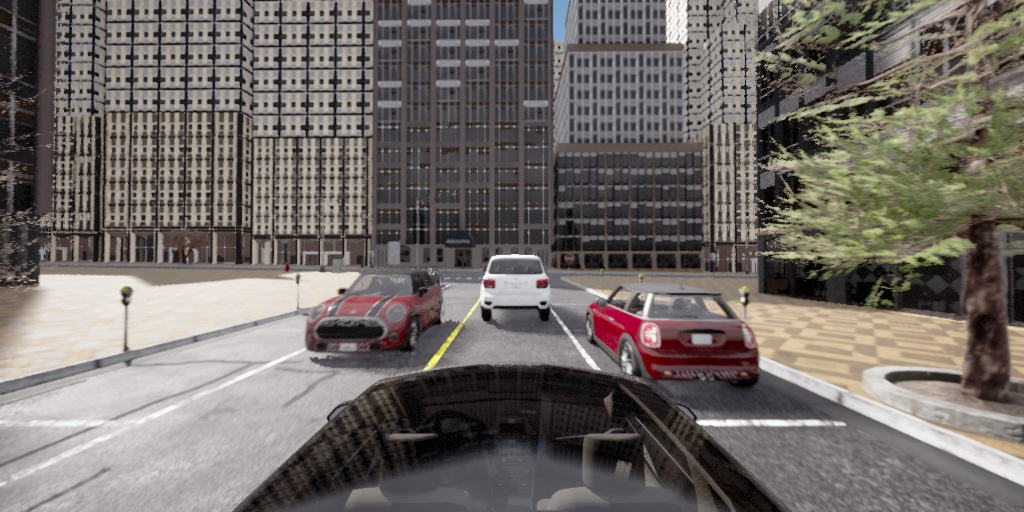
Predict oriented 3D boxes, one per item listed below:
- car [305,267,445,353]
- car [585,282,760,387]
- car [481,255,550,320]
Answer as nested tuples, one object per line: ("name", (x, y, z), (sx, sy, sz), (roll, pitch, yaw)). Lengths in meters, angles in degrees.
("car", (-3.091, 1.138, 9.022), (2.097, 1.767, 4.553), (0, 0, 0))
("car", (2.690, 1.216, 7.030), (1.967, 1.591, 4.097), (0, 0, 0))
("car", (0.101, 1.021, 13.014), (2.150, 2.045, 5.566), (0, -1, 0))
